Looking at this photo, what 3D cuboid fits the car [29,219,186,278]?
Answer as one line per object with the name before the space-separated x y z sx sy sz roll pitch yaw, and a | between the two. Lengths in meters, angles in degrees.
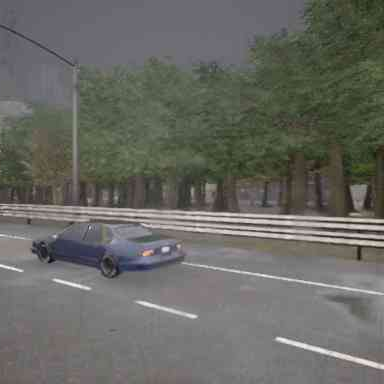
car | -2.735 1.552 10.123 5.357 1.411 2.033 0 0 36
